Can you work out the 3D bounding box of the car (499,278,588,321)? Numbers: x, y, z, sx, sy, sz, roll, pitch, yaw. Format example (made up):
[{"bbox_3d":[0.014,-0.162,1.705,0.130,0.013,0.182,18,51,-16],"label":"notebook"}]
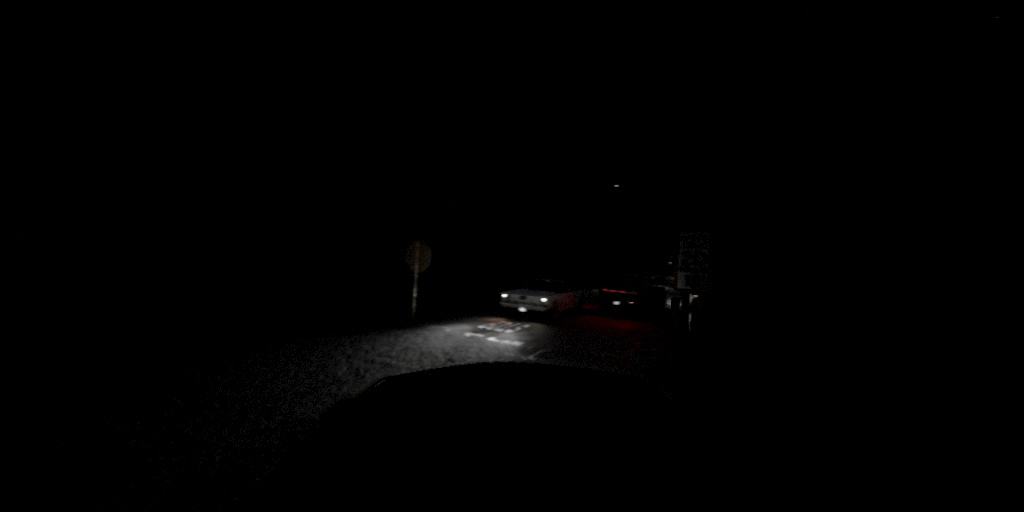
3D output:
[{"bbox_3d":[1.376,1.513,13.679,1.895,1.301,4.718,3,0,28],"label":"car"}]

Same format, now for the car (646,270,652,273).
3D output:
[{"bbox_3d":[10.172,2.085,30.295,2.033,1.411,5.357,3,-1,28],"label":"car"}]

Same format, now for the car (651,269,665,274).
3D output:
[{"bbox_3d":[17.871,2.416,44.629,2.128,1.511,4.902,3,-1,28],"label":"car"}]

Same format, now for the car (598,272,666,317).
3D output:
[{"bbox_3d":[5.288,1.635,15.426,2.128,1.511,4.902,3,0,35],"label":"car"}]
